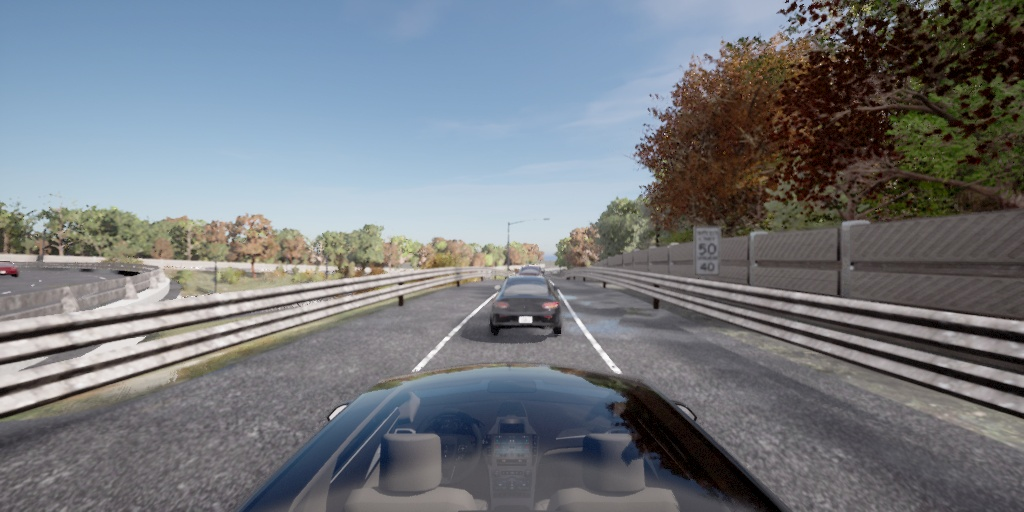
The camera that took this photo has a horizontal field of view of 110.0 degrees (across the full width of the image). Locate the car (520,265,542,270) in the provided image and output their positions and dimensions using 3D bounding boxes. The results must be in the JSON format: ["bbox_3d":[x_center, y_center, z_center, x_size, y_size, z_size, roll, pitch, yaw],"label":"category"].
[{"bbox_3d":[1.168,1.404,23.359,1.812,1.442,4.674,0,-1,4],"label":"car"}]

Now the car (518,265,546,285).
[{"bbox_3d":[1.720,1.531,29.728,2.128,1.511,4.902,0,-2,4],"label":"car"}]

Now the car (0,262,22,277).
[{"bbox_3d":[-49.453,1.342,34.710,4.674,1.442,1.812,0,0,32],"label":"car"}]

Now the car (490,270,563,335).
[{"bbox_3d":[0.434,1.294,10.488,1.812,1.442,4.674,0,0,3],"label":"car"}]
